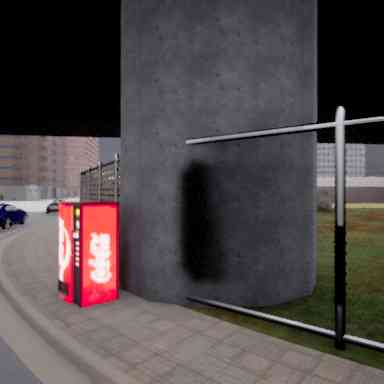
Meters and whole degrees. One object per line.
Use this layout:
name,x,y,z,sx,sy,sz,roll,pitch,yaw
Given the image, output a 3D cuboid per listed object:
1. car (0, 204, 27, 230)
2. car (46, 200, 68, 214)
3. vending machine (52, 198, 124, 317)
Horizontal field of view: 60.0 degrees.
car,-11.829,1.447,20.548,1.882,1.535,5.008,0,0,-10
car,-13.948,1.521,35.309,1.994,1.385,4.181,0,0,-8
vending machine,-2.070,1.188,6.635,1.100,2.100,0.880,0,0,-41
